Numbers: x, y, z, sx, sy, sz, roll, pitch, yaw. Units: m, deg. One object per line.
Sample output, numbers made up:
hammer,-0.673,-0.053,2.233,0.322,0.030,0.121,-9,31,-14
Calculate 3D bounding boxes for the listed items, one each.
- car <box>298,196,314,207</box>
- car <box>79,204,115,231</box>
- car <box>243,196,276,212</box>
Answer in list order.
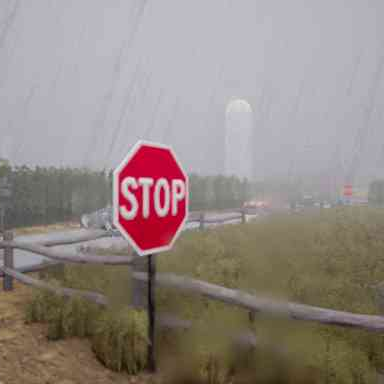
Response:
car,15.168,1.260,44.336,1.837,1.490,4.892,1,1,17
car,-4.266,1.432,19.638,2.128,1.511,4.902,0,0,35
car,7.274,1.224,35.719,2.097,1.767,4.553,0,1,36
